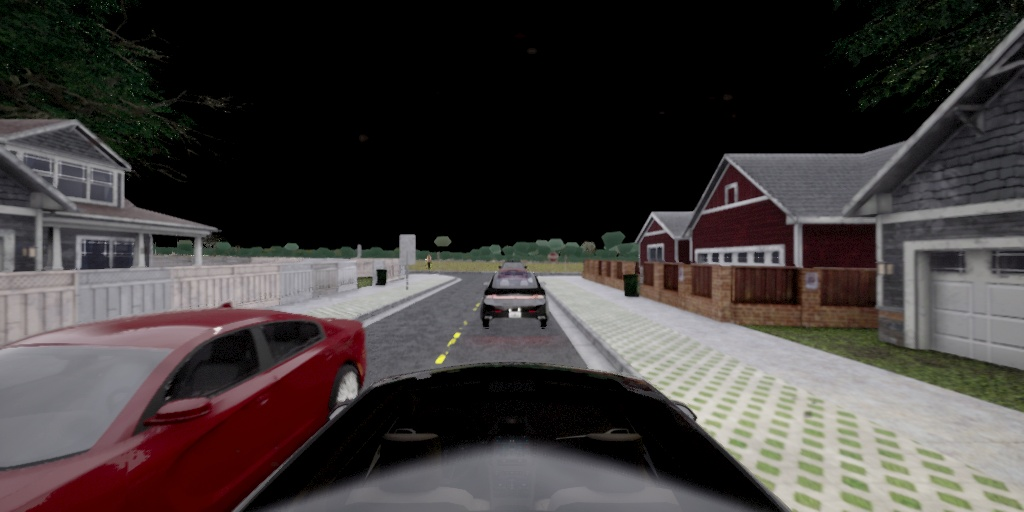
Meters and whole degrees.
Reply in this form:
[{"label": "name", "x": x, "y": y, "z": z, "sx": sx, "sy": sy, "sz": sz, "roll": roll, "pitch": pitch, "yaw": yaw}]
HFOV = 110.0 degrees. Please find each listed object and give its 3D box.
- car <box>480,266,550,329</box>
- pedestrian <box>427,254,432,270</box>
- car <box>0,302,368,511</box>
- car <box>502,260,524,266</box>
[{"label": "car", "x": 0.082, "y": 1.237, "z": 11.304, "sx": 2.128, "sy": 1.511, "sz": 4.902, "roll": 0, "pitch": 0, "yaw": 0}, {"label": "pedestrian", "x": -9.734, "y": 0.714, "z": 42.002, "sx": 0.375, "sy": 1.860, "sz": 0.375, "roll": 0, "pitch": -1, "yaw": 0}, {"label": "car", "x": -2.849, "y": 1.227, "z": 2.754, "sx": 1.882, "sy": 1.535, "sz": 5.008, "roll": 0, "pitch": 0, "yaw": 0}, {"label": "car", "x": 0.065, "y": 1.098, "z": 25.917, "sx": 2.097, "sy": 1.767, "sz": 4.553, "roll": 0, "pitch": 0, "yaw": 0}]
